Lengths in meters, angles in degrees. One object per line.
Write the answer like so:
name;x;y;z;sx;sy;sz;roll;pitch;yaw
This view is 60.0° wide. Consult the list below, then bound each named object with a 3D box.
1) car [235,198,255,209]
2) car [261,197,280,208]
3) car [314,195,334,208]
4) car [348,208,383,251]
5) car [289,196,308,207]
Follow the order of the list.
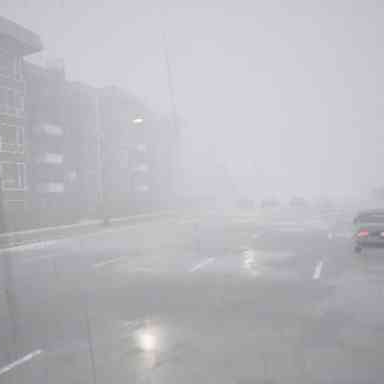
car;7.452;1.544;46.813;2.128;1.511;4.902;-3;0;24
car;10.692;1.406;45.323;1.812;1.442;4.674;-3;0;25
car;15.792;1.106;39.713;1.812;1.442;4.674;-3;0;25
car;7.026;1.316;12.526;2.033;1.411;5.357;-3;-1;25
car;14.353;1.262;44.901;1.994;1.385;4.181;-3;0;25
